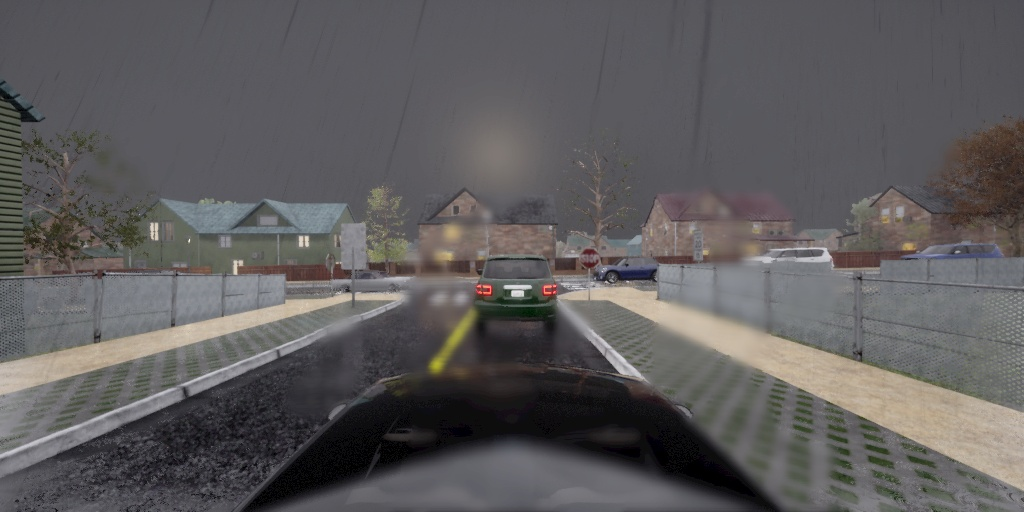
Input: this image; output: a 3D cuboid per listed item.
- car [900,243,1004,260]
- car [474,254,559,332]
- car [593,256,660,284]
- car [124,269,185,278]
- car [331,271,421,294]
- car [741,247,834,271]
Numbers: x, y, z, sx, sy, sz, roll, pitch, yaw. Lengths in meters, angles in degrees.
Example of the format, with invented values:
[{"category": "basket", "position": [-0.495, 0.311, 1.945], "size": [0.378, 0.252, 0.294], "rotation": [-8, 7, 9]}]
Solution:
[{"category": "car", "position": [29.592, 0.211, 24.268], "size": [5.566, 2.045, 2.150], "rotation": [-1, 1, 0]}, {"category": "car", "position": [0.081, 0.972, 11.057], "size": [2.150, 2.045, 5.566], "rotation": [0, 0, -1]}, {"category": "car", "position": [7.766, 0.858, 24.054], "size": [4.553, 1.767, 2.097], "rotation": [-1, 1, -3]}, {"category": "car", "position": [-20.486, 1.565, 21.336], "size": [4.553, 1.767, 2.097], "rotation": [-1, 1, 0]}, {"category": "car", "position": [-7.816, 1.520, 20.809], "size": [4.718, 1.301, 1.895], "rotation": [-1, 1, 9]}, {"category": "car", "position": [18.457, 0.473, 24.274], "size": [5.566, 2.045, 2.150], "rotation": [-1, 1, 0]}]
